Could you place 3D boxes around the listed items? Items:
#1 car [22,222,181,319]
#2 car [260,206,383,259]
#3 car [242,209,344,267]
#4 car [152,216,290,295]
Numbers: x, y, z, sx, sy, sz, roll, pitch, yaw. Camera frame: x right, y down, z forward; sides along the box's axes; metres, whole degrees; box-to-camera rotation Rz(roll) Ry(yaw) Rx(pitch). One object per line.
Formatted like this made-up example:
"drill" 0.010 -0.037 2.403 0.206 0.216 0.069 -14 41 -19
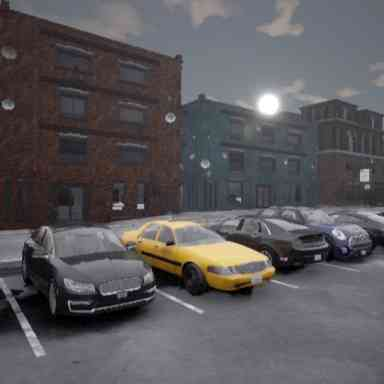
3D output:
"car" -2.590 1.478 7.606 2.231 1.521 4.892 0 0 -36
"car" 4.194 1.352 12.476 2.185 1.767 4.553 0 0 -35
"car" 1.949 1.479 10.828 2.231 1.521 4.892 0 0 -36
"car" -0.213 1.474 9.066 1.946 1.575 5.366 0 0 -35
